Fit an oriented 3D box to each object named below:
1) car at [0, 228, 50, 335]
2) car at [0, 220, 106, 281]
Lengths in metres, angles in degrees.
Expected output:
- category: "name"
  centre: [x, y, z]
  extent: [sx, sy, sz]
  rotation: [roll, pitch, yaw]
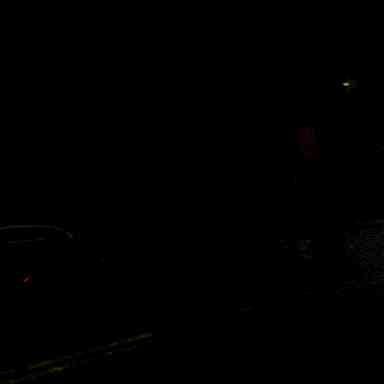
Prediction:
- category: "car"
  centre: [-4.662, 1.492, 4.243]
  extent: [4.892, 1.490, 1.837]
  rotation: [0, 0, -35]
- category: "car"
  centre: [-4.635, 1.472, 8.214]
  extent: [4.902, 1.511, 2.128]
  rotation: [0, 0, -35]
